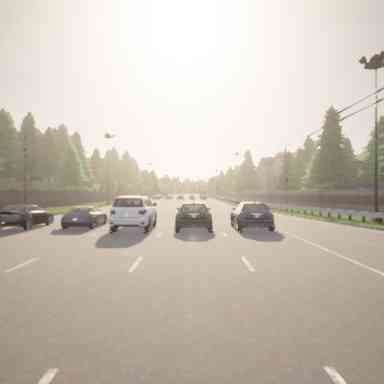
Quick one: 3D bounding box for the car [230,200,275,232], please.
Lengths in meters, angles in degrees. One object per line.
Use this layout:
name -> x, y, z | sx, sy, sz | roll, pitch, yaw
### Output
car -> 3.600, 1.368, 20.564 | 2.097, 1.767, 4.553 | 0, 0, 0

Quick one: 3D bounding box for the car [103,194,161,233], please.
car -> -3.400, 1.237, 20.033 | 2.150, 2.045, 5.566 | 0, 0, 0

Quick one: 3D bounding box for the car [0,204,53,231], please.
car -> -10.400, 1.508, 20.819 | 2.128, 1.511, 4.902 | 0, 0, 0

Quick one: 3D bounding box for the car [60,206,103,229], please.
car -> -6.900, 1.581, 21.625 | 1.994, 1.385, 4.181 | 0, 0, 0

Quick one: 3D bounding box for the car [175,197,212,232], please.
car -> 0.100, 1.368, 20.564 | 2.097, 1.767, 4.553 | 0, 0, 0
